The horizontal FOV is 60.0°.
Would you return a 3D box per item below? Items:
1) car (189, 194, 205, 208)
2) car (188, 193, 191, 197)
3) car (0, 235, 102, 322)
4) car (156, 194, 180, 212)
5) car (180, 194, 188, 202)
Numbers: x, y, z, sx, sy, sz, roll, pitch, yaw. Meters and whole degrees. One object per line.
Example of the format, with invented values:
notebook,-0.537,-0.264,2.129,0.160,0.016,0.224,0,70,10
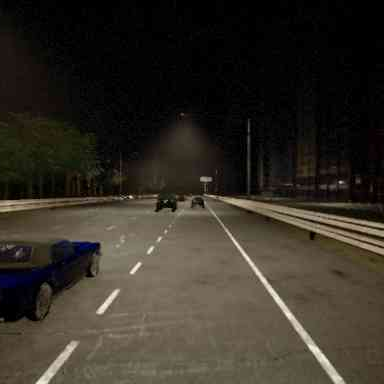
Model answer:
car,0.854,1.508,48.540,1.837,1.490,4.892,0,0,1
car,-2.202,1.419,92.659,2.097,1.767,4.553,0,0,1
car,-3.439,1.574,7.144,1.895,1.301,4.718,0,0,1
car,-2.893,1.194,38.808,2.150,2.045,5.566,0,0,1
car,-2.401,1.544,74.818,1.812,1.442,4.674,0,0,1
